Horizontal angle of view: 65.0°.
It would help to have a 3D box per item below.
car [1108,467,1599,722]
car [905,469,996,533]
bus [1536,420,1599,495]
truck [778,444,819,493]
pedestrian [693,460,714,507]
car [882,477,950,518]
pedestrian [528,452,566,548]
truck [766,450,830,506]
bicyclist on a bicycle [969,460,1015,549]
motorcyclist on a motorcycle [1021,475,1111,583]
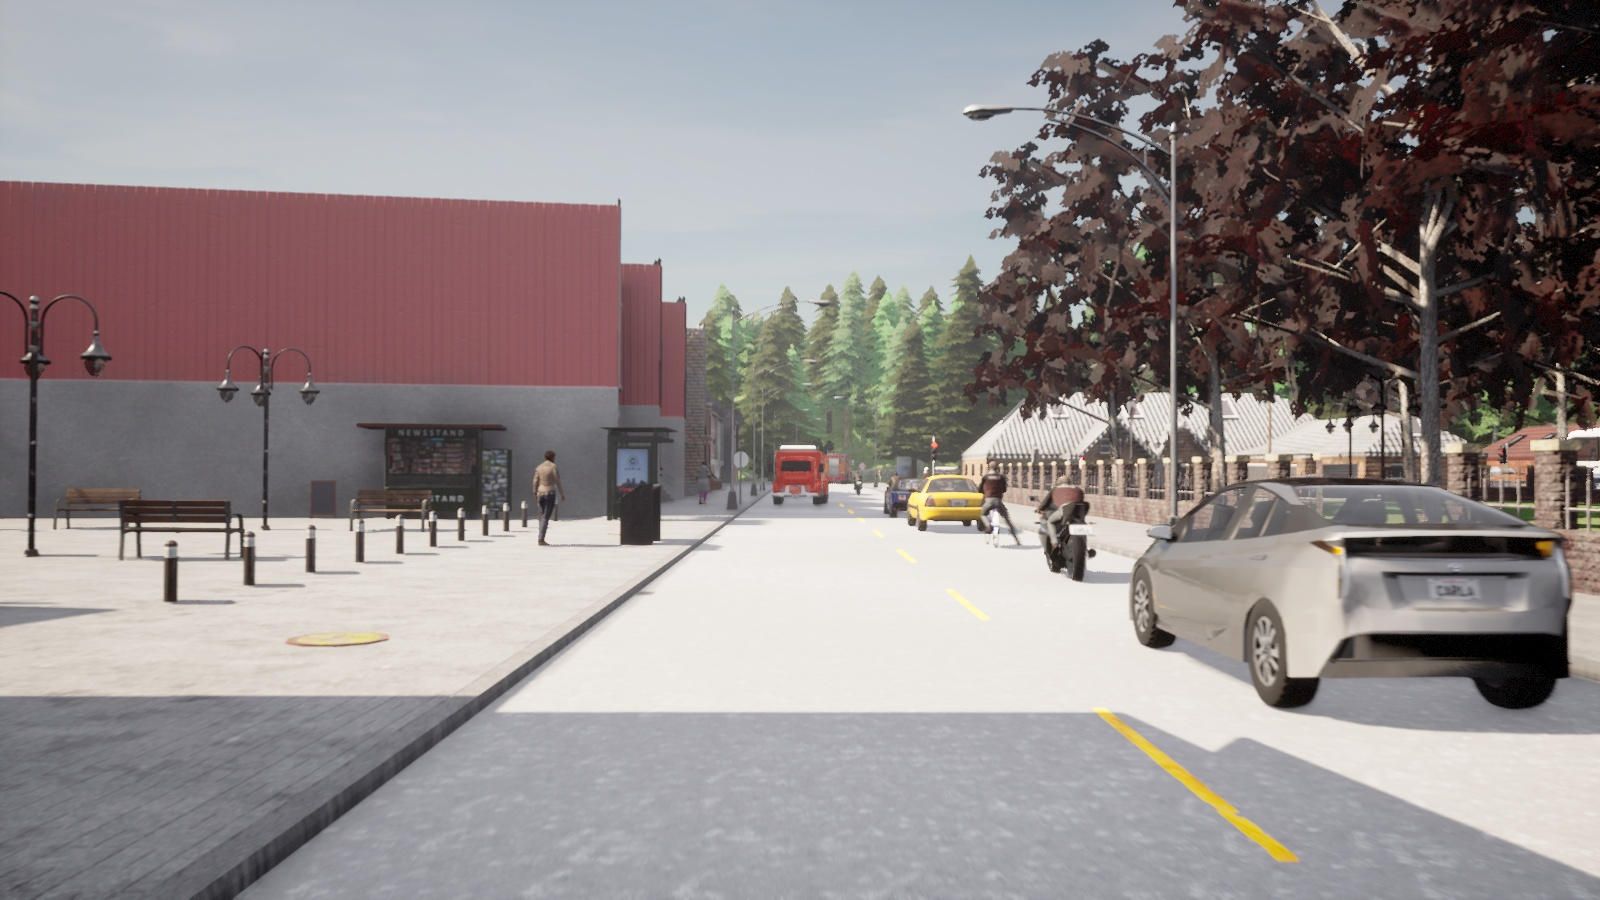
[{"bbox_3d":[3.977,0.908,9.834,2.007,1.525,4.514,0,-1,0],"label":"car"},{"bbox_3d":[3.948,1.296,33.758,1.801,1.575,5.366,0,-1,0],"label":"car"},{"bbox_3d":[48.540,0.443,72.508,10.273,4.253,3.944,-1,-2,32],"label":"bus"},{"bbox_3d":[-0.118,1.377,93.363,2.891,3.462,7.936,0,-1,0],"label":"truck"},{"bbox_3d":[-4.100,1.421,53.210,0.659,1.952,0.873,0,-1,11],"label":"pedestrian"},{"bbox_3d":[3.940,1.617,43.382,1.895,1.301,4.718,0,-1,0],"label":"car"},{"bbox_3d":[-4.817,0.939,23.937,0.328,1.805,0.869,-1,-1,19],"label":"pedestrian"},{"bbox_3d":[-0.021,1.296,58.570,2.627,2.467,5.204,0,-1,4],"label":"truck"},{"bbox_3d":[3.956,1.099,25.991,0.659,1.776,1.843,0,-1,0],"label":"bicyclist on a bicycle"},{"bbox_3d":[3.964,1.146,18.912,0.866,1.530,2.191,0,-1,0],"label":"motorcyclist on a motorcycle"}]
